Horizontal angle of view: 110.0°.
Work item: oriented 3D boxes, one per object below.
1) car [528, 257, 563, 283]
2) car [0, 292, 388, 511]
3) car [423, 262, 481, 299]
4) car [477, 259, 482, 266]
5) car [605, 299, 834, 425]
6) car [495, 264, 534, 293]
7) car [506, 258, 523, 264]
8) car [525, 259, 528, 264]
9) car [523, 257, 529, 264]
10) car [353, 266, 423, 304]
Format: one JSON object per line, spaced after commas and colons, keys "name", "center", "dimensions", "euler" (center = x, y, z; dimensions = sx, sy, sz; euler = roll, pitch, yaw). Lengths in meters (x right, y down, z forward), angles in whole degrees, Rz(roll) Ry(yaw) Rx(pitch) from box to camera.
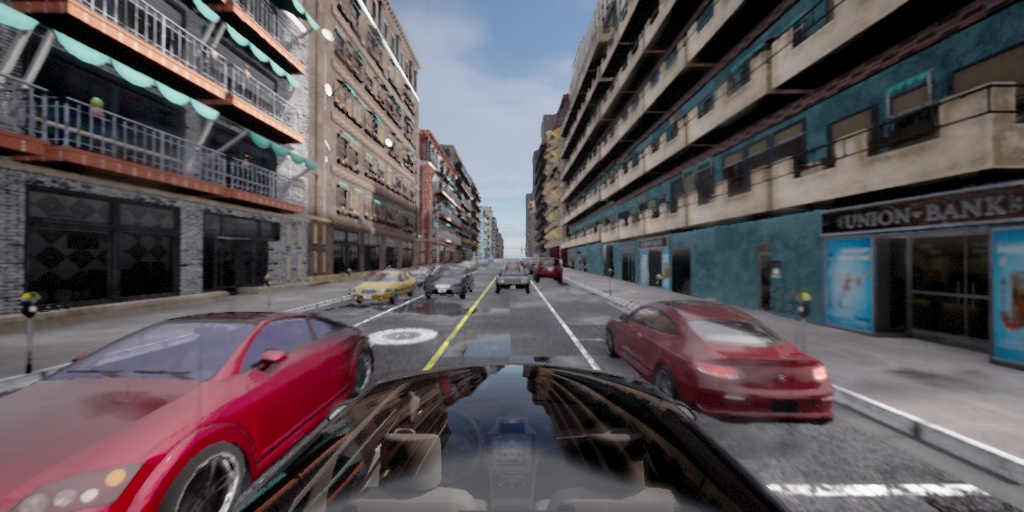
{"name": "car", "center": [2.695, 1.063, 27.714], "dimensions": [2.192, 1.841, 5.009], "euler": [0, 0, 0]}
{"name": "car", "center": [-3.066, 1.314, 3.721], "dimensions": [1.994, 1.385, 4.181], "euler": [0, 0, 0]}
{"name": "car", "center": [-3.012, 1.241, 18.040], "dimensions": [2.128, 1.511, 4.902], "euler": [0, 0, 0]}
{"name": "car", "center": [-5.684, 1.300, 49.821], "dimensions": [2.007, 1.370, 4.403], "euler": [0, 0, 0]}
{"name": "car", "center": [2.693, 1.331, 5.620], "dimensions": [1.802, 1.307, 4.207], "euler": [0, 0, 0]}
{"name": "car", "center": [0.059, 1.349, 20.911], "dimensions": [1.895, 1.301, 4.718], "euler": [0, 0, 0]}
{"name": "car", "center": [0.103, 1.313, 48.372], "dimensions": [1.994, 1.385, 4.181], "euler": [0, 0, 0]}
{"name": "car", "center": [2.696, 1.314, 38.760], "dimensions": [1.948, 1.339, 4.313], "euler": [0, 0, 0]}
{"name": "car", "center": [2.698, 1.190, 55.331], "dimensions": [1.967, 1.591, 4.097], "euler": [0, 0, 0]}
{"name": "car", "center": [-5.688, 1.274, 16.512], "dimensions": [1.751, 1.417, 4.829], "euler": [0, 0, 0]}
